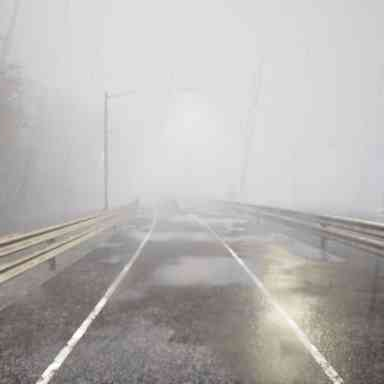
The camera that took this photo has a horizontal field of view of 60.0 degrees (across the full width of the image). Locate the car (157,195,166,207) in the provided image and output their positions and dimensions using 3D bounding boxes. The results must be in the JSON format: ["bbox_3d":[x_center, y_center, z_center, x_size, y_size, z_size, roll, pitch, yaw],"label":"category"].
[{"bbox_3d":[-4.141,1.339,50.497,2.097,1.767,4.553,0,0,-9],"label":"car"}]

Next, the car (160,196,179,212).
[{"bbox_3d":[-2.550,1.519,39.492,1.812,1.442,4.674,0,0,-8],"label":"car"}]
